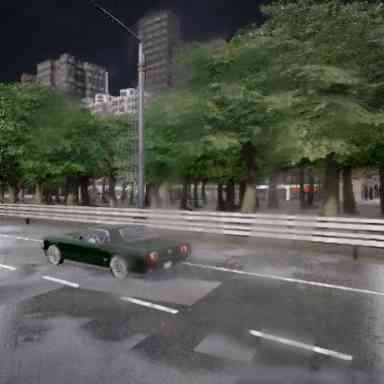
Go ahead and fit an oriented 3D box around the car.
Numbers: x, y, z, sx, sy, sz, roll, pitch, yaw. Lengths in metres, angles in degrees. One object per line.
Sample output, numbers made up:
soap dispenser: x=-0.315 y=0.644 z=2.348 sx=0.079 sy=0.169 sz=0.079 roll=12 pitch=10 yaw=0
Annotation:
car: x=-2.433 y=1.603 z=9.906 sx=4.718 sy=1.301 sz=1.895 roll=0 pitch=0 yaw=36
